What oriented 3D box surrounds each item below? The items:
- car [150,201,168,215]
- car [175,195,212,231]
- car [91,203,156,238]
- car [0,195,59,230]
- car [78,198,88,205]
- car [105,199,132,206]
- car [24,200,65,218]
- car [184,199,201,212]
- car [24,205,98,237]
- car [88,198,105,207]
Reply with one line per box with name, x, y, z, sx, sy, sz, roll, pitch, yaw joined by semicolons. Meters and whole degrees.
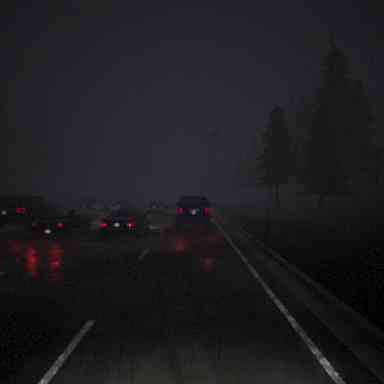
car;-3.488;1.568;33.810;2.033;1.411;5.357;0;0;0
car;0.094;1.231;21.027;2.150;2.045;5.566;0;0;0
car;-3.412;1.557;17.761;2.033;1.411;5.357;0;0;1
car;-10.406;1.233;21.104;2.150;2.045;5.566;0;0;0
car;-13.974;1.532;45.423;1.837;1.490;4.892;0;0;1
car;-6.985;1.568;34.178;2.033;1.411;5.357;0;0;0
car;-14.007;1.544;31.854;1.812;1.442;4.674;0;0;0
car;0.055;1.588;39.565;1.994;1.385;4.181;0;0;0
car;-6.905;1.611;18.148;1.895;1.301;4.718;0;0;0
car;-10.445;1.548;39.478;1.812;1.442;4.674;0;0;0
